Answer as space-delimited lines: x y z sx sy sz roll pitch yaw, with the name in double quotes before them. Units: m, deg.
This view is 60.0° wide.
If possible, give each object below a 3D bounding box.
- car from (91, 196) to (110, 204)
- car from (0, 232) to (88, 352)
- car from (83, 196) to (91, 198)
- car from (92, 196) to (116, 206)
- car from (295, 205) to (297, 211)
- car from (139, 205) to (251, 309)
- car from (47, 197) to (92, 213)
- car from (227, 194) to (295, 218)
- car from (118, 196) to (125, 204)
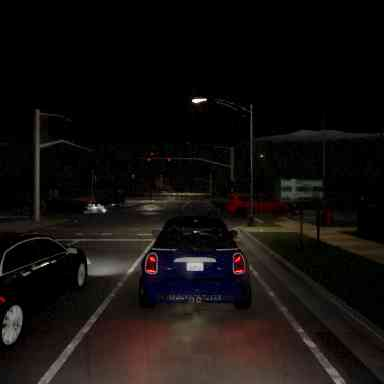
"car" -17.786 1.491 64.875 2.128 1.511 4.902 0 0 1
"car" -3.440 1.505 6.145 1.837 1.490 4.892 0 0 0
"car" -17.941 1.477 55.685 1.882 1.535 5.008 0 0 1
"car" -14.473 1.601 54.472 1.895 1.301 4.718 0 0 1
"car" 9.165 1.525 36.659 4.674 1.442 1.812 0 0 0
"car" 0.070 1.352 8.049 2.097 1.767 4.553 0 0 0
"car" -13.798 1.564 36.828 4.181 1.385 1.994 0 0 0
"car" 5.863 1.221 29.659 5.566 2.045 2.150 0 0 1
"car" -14.310 1.547 64.121 2.033 1.411 5.357 0 0 1
